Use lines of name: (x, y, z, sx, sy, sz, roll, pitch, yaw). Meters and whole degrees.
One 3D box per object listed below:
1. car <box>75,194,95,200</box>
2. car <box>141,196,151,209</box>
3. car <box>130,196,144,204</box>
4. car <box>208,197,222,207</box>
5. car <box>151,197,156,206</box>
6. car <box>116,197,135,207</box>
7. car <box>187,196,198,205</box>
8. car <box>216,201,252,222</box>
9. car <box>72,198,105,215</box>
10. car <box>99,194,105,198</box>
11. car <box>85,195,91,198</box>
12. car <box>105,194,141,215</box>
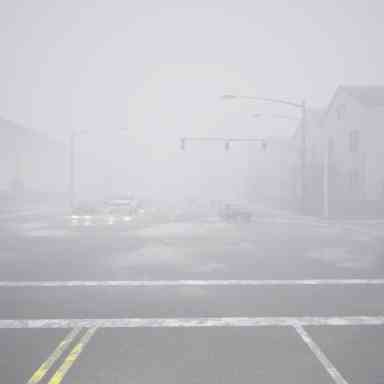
car: (-28.890, 1.452, 89.760, 2.038, 1.542, 4.974, 0, 0, 29)
car: (-7.060, 1.505, 44.243, 1.837, 1.490, 4.892, 0, 0, 0)
car: (-10.488, 1.526, 63.248, 1.812, 1.442, 4.674, 0, 0, 1)
car: (3.646, 1.491, 52.315, 2.128, 1.511, 4.902, 0, 0, 0)
car: (-7.040, 1.477, 54.631, 1.882, 1.535, 5.008, 0, 0, 0)
car: (-10.549, 1.547, 53.197, 2.033, 1.411, 5.357, 0, 0, 0)
car: (0.052, 1.491, 58.646, 2.128, 1.511, 4.902, 0, 0, 0)
car: (3.371, 1.607, 26.528, 1.895, 1.301, 4.718, 0, 0, -4)
car: (-10.570, 1.564, 33.662, 1.994, 1.385, 4.181, 0, 0, 0)
car: (-10.562, 1.221, 42.921, 2.150, 2.045, 5.566, 0, 0, 0)
car: (-28.105, 1.452, 84.393, 2.038, 1.542, 4.974, 0, 0, -36)
car: (-7.070, 1.221, 34.691, 2.150, 2.045, 5.566, 0, 0, 0)
